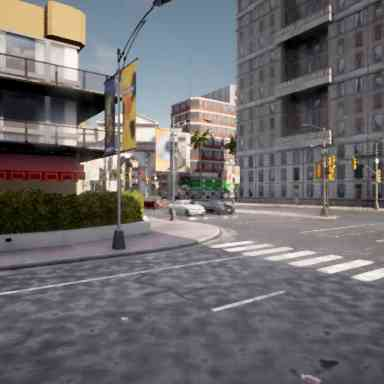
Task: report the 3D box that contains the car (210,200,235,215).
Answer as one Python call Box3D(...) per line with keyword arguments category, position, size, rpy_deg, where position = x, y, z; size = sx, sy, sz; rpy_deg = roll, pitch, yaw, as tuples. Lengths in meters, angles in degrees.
Box3D(category="car", position=(2.449, 1.558, 33.837), size=(1.994, 1.385, 4.181), rpy_deg=(0, 0, -35))

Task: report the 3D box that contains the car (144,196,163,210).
Box3D(category="car", position=(-4.685, 1.345, 44.041), size=(2.097, 1.767, 4.553), rpy_deg=(0, 0, -35))

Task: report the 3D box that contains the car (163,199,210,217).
Box3D(category="car", position=(-0.623, 1.521, 32.117), size=(1.812, 1.442, 4.674), rpy_deg=(0, 0, -35))
